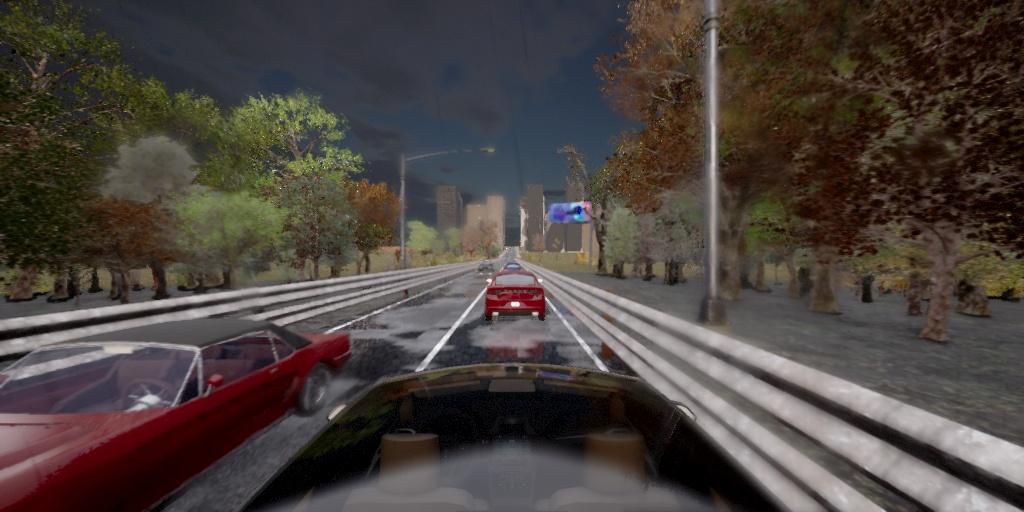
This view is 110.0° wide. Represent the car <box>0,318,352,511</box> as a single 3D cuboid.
[{"bbox_3d":[-3.350,1.352,3.188,1.895,1.301,4.718,0,0,0],"label":"car"}]

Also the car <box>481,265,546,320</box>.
[{"bbox_3d":[0.099,1.249,12.826,1.882,1.535,5.008,0,0,0],"label":"car"}]

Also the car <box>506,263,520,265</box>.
[{"bbox_3d":[0.091,1.354,33.504,1.812,1.442,4.674,0,0,0],"label":"car"}]

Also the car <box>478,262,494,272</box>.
[{"bbox_3d":[-3.352,1.430,47.012,1.994,1.385,4.181,0,0,0],"label":"car"}]
